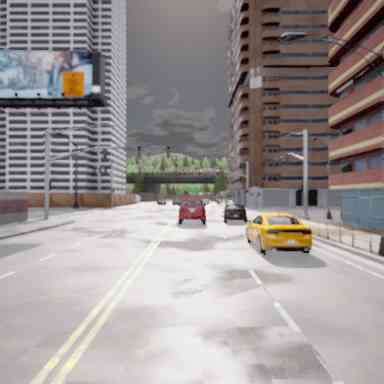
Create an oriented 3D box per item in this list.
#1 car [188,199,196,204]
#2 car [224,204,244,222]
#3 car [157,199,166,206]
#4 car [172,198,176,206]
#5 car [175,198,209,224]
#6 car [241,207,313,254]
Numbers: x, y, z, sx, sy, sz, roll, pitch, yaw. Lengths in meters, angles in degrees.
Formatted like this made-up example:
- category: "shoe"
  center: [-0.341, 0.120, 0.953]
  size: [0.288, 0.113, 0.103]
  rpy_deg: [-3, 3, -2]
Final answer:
- category: "car"
  center: [0.037, 2.433, 87.330]
  size: [1.994, 1.385, 4.181]
  rpy_deg: [0, -1, 0]
- category: "car"
  center: [3.848, 1.798, 29.190]
  size: [1.882, 1.535, 5.008]
  rpy_deg: [0, 0, 8]
- category: "car"
  center: [-6.968, 2.374, 76.190]
  size: [2.033, 1.411, 5.357]
  rpy_deg: [0, -1, 0]
- category: "car"
  center: [-3.468, 2.191, 76.396]
  size: [2.097, 1.767, 4.553]
  rpy_deg: [0, -1, 0]
- category: "car"
  center: [-0.019, 1.527, 27.551]
  size: [2.150, 2.045, 5.566]
  rpy_deg: [0, 0, -1]
- category: "car"
  center: [3.528, 1.634, 14.231]
  size: [1.882, 1.535, 5.008]
  rpy_deg: [0, 0, 0]
